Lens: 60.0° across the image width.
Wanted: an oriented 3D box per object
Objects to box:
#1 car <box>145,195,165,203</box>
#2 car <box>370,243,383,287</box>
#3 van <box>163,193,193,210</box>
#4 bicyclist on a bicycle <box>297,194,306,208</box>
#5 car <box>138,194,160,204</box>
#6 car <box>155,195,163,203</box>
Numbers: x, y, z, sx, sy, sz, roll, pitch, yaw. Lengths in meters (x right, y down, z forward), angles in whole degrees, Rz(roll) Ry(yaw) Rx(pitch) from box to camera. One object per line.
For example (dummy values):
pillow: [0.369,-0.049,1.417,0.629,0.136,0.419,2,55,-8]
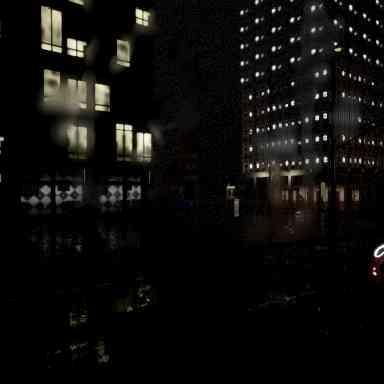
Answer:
car: [-7.023,1.237,63.244,1.887,1.381,4.507,0,0,-34]
car: [6.296,1.348,7.932,4.553,1.767,2.097,0,0,-33]
van: [-1.517,1.210,40.203,1.690,1.788,3.998,0,0,-34]
bicyclist on a bicycle: [12.874,1.117,39.154,1.656,1.620,0.582,-1,1,-34]
car: [-7.846,1.203,59.831,1.882,1.535,5.008,-1,1,-34]
car: [-3.913,1.035,58.659,2.192,1.841,5.009,0,0,-34]
